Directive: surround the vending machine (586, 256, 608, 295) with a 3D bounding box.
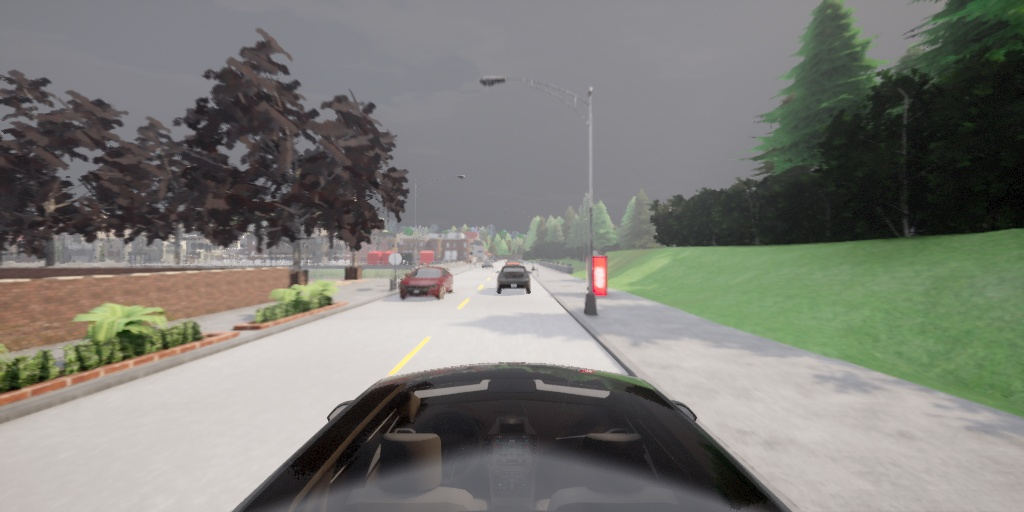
[{"bbox_3d":[4.297,0.974,18.124,1.100,2.100,0.880,0,0,0],"label":"vending machine"}]

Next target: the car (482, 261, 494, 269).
[{"bbox_3d":[-4.032,1.454,60.285,1.895,1.301,4.718,0,0,1],"label":"car"}]

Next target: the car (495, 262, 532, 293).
[{"bbox_3d":[0.098,1.289,21.255,1.837,1.490,4.892,0,0,0],"label":"car"}]

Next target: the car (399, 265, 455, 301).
[{"bbox_3d":[-4.096,1.256,17.895,1.882,1.535,5.008,0,0,0],"label":"car"}]

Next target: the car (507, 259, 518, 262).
[{"bbox_3d":[0.093,1.183,48.800,2.097,1.767,4.553,0,0,0],"label":"car"}]
